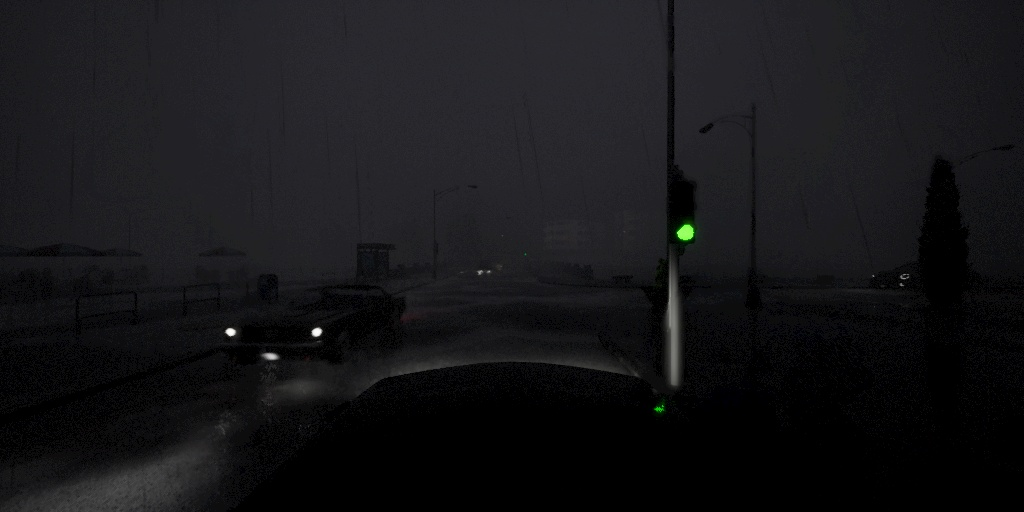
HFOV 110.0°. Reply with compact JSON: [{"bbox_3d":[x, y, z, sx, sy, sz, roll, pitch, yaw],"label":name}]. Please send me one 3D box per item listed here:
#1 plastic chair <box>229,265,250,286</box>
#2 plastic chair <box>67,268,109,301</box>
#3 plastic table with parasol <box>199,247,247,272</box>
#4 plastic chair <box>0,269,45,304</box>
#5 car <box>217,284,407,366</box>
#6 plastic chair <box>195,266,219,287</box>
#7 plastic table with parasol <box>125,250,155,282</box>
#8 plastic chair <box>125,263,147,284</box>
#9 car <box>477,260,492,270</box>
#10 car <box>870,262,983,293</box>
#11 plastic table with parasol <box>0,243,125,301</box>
[{"bbox_3d":[-17.821,1.279,23.578,0.730,1.272,0.750,0,0,0],"label":"plastic chair"},{"bbox_3d":[-18.650,1.279,15.781,0.730,1.272,0.750,0,0,0],"label":"plastic chair"},{"bbox_3d":[-19.090,0.675,23.723,2.482,2.480,2.482,0,0,0],"label":"plastic table with parasol"},{"bbox_3d":[-19.954,1.279,14.586,0.750,1.272,0.730,0,0,0],"label":"plastic chair"},{"bbox_3d":[-3.977,1.357,8.140,1.895,1.301,4.718,0,0,0],"label":"car"},{"bbox_3d":[-19.125,1.279,22.383,0.750,1.272,0.730,0,0,0],"label":"plastic chair"},{"bbox_3d":[-27.715,0.675,25.165,2.482,2.480,2.482,0,0,0],"label":"plastic table with parasol"},{"bbox_3d":[-26.515,1.279,25.110,0.730,1.272,0.750,0,0,0],"label":"plastic chair"},{"bbox_3d":[-3.822,1.269,51.400,2.033,1.411,5.357,0,0,0],"label":"car"},{"bbox_3d":[23.034,1.103,20.082,4.553,1.767,2.097,0,0,0],"label":"car"},{"bbox_3d":[-19.869,0.675,15.905,2.482,2.480,2.482,0,0,0],"label":"plastic table with parasol"}]
